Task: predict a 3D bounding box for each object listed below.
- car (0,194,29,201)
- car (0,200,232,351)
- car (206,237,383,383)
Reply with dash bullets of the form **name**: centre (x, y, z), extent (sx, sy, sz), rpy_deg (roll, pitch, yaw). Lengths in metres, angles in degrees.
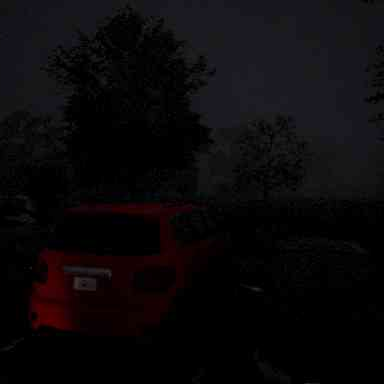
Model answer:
- **car**: centre (-7.920, 1.102, 11.577), extent (2.435, 2.045, 5.566), rpy_deg (2, 0, 14)
- **car**: centre (-0.584, 1.215, 6.550), extent (2.435, 2.045, 5.566), rpy_deg (0, 0, 15)
- **car**: centre (1.846, 1.485, 4.809), extent (2.231, 1.521, 4.892), rpy_deg (1, 0, 15)
